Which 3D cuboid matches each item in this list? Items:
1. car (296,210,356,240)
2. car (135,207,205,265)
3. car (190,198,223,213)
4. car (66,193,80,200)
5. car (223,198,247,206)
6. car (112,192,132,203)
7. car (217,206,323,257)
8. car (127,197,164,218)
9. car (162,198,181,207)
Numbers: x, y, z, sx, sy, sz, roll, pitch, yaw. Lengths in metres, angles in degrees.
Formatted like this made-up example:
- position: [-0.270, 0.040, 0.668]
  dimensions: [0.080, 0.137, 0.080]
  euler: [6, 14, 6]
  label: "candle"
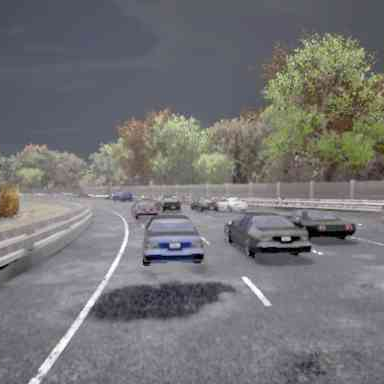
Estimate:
- position: [5.628, 1.504, 16.068]
  dimensions: [1.895, 1.301, 4.718]
  euler: [0, 0, -9]
  label: "car"
- position: [-0.767, 1.493, 11.549]
  dimensions: [2.033, 1.411, 5.357]
  euler: [0, 0, -7]
  label: "car"
- position: [1.217, 1.355, 34.347]
  dimensions: [1.812, 1.442, 4.674]
  euler: [0, 0, -18]
  label: "car"
- position: [-29.575, 1.050, 82.614]
  dimensions: [2.097, 1.767, 4.553]
  euler: [0, 0, -44]
  label: "car"
- position: [3.752, 1.338, 34.245]
  dimensions: [1.812, 1.442, 4.674]
  euler: [0, 0, -33]
  label: "car"
- position: [-13.334, 0.932, 63.557]
  dimensions: [2.150, 2.045, 5.566]
  euler: [0, 0, -36]
  label: "car"
- position: [2.598, 1.477, 12.694]
  dimensions: [2.033, 1.411, 5.357]
  euler: [0, 0, -7]
  label: "car"
- position: [-4.095, 1.424, 28.075]
  dimensions: [2.033, 1.411, 5.357]
  euler: [0, 0, -15]
  label: "car"
- position: [-2.619, 1.317, 34.810]
  dimensions: [1.882, 1.535, 5.008]
  euler: [0, 0, -19]
  label: "car"
